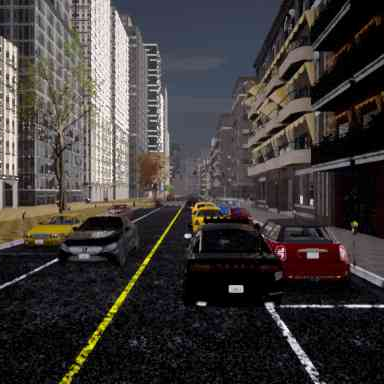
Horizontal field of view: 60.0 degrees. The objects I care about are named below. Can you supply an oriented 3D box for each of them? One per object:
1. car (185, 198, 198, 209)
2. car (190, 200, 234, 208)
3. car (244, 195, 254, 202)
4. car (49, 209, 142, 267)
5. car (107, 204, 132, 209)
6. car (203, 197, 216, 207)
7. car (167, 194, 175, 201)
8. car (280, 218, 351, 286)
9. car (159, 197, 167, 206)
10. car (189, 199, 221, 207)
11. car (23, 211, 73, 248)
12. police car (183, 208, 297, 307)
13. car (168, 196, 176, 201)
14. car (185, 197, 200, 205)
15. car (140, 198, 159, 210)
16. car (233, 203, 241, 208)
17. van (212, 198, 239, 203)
[{"bbox_3d":[0.112,1.505,46.090,1.882,1.535,5.008,0,0,0],"label":"car"},{"bbox_3d":[0.932,1.461,18.235,1.801,1.575,5.366,0,0,0],"label":"car"},{"bbox_3d":[13.549,1.404,73.023,4.403,1.369,2.008,-1,1,0],"label":"car"},{"bbox_3d":[-2.979,1.528,11.542,1.812,1.442,4.674,0,0,0],"label":"car"},{"bbox_3d":[-5.647,1.593,25.986,1.802,1.307,4.206,0,0,0],"label":"car"},{"bbox_3d":[2.780,1.586,53.635,2.008,1.369,4.403,0,0,0],"label":"car"},{"bbox_3d":[-5.547,1.402,86.037,2.192,1.841,5.009,0,0,0],"label":"car"},{"bbox_3d":[2.706,1.442,9.373,1.967,1.590,4.097,0,0,0],"label":"car"},{"bbox_3d":[-5.600,1.580,53.649,1.887,1.381,4.507,0,0,0],"label":"car"},{"bbox_3d":[0.941,1.488,24.046,1.882,1.535,5.008,0,0,0],"label":"car"},{"bbox_3d":[-5.665,1.529,14.750,1.752,1.417,4.829,0,0,0],"label":"car"},{"bbox_3d":[0.823,1.427,8.180,1.930,1.638,5.238,0,0,2],"label":"police car"},{"bbox_3d":[-5.538,1.664,91.560,1.947,1.339,4.313,0,0,0],"label":"car"},{"bbox_3d":[0.131,1.643,59.166,1.895,1.301,4.718,0,0,8],"label":"car"},{"bbox_3d":[-5.619,1.549,42.414,1.752,1.417,4.829,0,0,0],"label":"car"},{"bbox_3d":[2.724,1.589,20.439,1.802,1.307,4.206,0,0,0],"label":"car"},{"bbox_3d":[2.734,1.352,25.971,1.690,1.788,3.998,0,0,0],"label":"van"}]
